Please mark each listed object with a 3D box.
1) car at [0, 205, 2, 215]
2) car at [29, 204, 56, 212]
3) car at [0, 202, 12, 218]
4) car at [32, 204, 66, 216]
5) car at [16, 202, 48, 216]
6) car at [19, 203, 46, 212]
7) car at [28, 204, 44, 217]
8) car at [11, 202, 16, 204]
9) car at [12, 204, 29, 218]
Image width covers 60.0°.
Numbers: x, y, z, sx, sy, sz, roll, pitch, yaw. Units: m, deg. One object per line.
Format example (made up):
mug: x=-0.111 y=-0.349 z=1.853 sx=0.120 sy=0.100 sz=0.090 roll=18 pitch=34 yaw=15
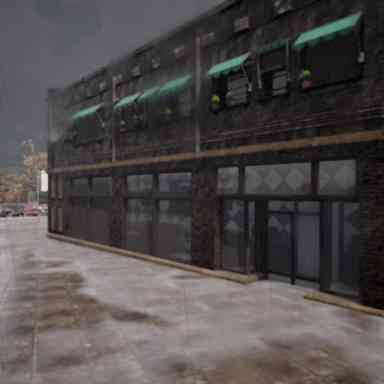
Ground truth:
car: x=-35.125 y=2.998 z=56.394 sx=5.366 sy=1.575 sz=1.946 roll=0 pitch=-2 yaw=17
car: x=-31.319 y=3.350 z=69.807 sx=5.008 sy=1.535 sz=2.097 roll=0 pitch=-1 yaw=17
car: x=-25.863 y=2.476 z=42.203 sx=4.553 sy=1.767 sz=2.185 roll=0 pitch=-3 yaw=17
car: x=-22.746 y=2.904 z=52.891 sx=4.553 sy=1.767 sz=2.185 roll=0 pitch=-2 yaw=17
car: x=-23.539 y=2.811 z=50.228 sx=4.553 sy=1.767 sz=2.185 roll=0 pitch=-2 yaw=17
car: x=-32.148 y=3.171 z=67.150 sx=4.553 sy=1.767 sz=2.185 roll=0 pitch=-1 yaw=17
car: x=-24.333 y=2.862 z=47.553 sx=4.792 sy=1.488 sz=2.163 roll=0 pitch=-2 yaw=17
car: x=-34.512 y=3.087 z=59.121 sx=5.008 sy=1.535 sz=2.097 roll=0 pitch=-2 yaw=17
car: x=-25.072 y=2.751 z=44.866 sx=4.792 sy=1.488 sz=2.163 roll=0 pitch=-2 yaw=17
